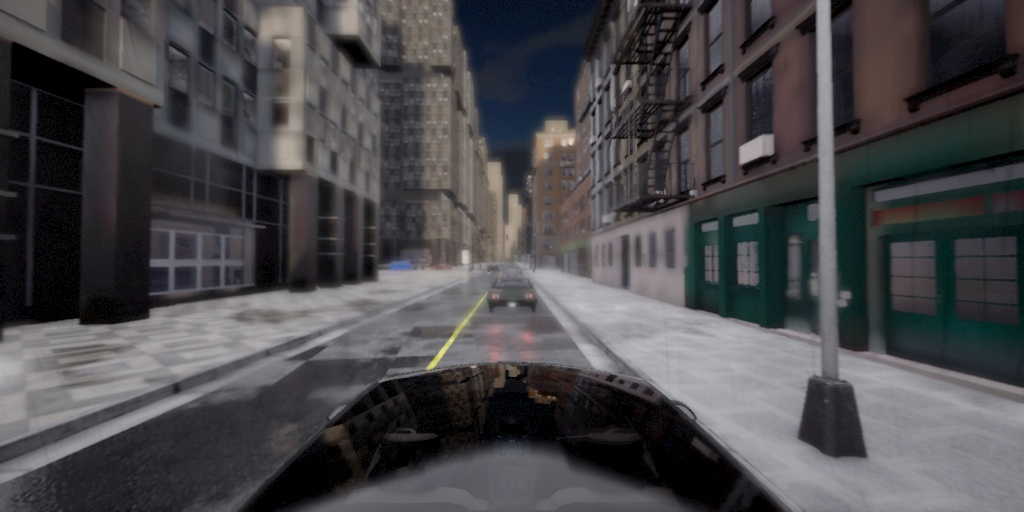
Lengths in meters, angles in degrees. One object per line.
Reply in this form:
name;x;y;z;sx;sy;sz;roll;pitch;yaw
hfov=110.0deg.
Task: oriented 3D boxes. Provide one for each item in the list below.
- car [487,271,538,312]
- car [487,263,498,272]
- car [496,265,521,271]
car;0.026;1.498;15.106;1.895;1.301;4.718;0;-1;0
car;-2.967;1.901;57.801;2.033;1.411;5.357;0;-1;0
car;0.029;1.602;29.383;2.033;1.411;5.357;0;-1;0
